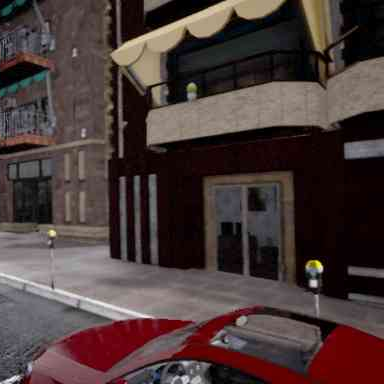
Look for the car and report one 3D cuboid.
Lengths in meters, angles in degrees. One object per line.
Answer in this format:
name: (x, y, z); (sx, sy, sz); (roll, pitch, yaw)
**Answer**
car: (0.391, 1.583, 2.466); (4.206, 1.307, 1.802); (0, -2, 36)
